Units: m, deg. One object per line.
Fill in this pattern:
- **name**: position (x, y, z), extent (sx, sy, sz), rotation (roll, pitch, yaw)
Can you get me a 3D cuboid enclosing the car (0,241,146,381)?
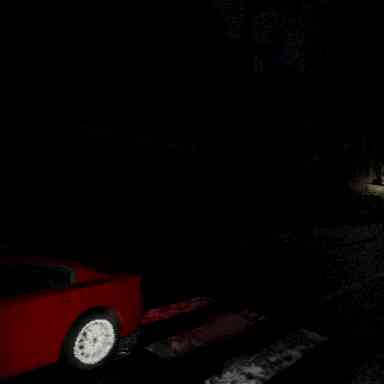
- **car**: position (-2.884, 1.399, 3.874), extent (5.008, 1.535, 1.882), rotation (3, -1, -44)
